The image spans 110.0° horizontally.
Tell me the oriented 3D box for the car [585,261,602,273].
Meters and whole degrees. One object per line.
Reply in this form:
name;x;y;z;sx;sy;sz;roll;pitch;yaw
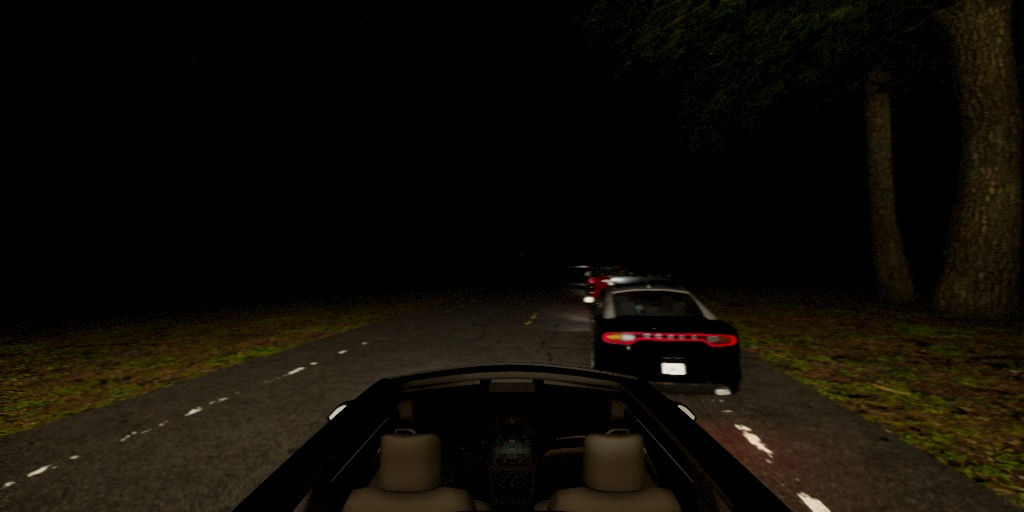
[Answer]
car;11.064;1.483;48.396;2.033;1.411;5.357;-1;0;15

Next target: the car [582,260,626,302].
car;4.452;1.146;16.498;2.097;1.767;4.553;-1;0;12

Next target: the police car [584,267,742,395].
police car;2.458;1.175;6.879;1.930;1.638;5.238;-1;-1;11
